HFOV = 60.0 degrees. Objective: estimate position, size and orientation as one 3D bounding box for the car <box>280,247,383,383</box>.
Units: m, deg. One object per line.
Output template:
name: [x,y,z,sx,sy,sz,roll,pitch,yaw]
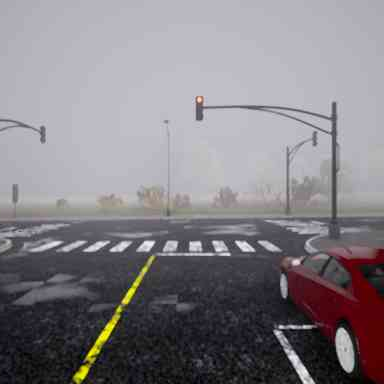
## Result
car: [2.703,1.548,5.344,1.887,1.381,4.507,0,0,0]
